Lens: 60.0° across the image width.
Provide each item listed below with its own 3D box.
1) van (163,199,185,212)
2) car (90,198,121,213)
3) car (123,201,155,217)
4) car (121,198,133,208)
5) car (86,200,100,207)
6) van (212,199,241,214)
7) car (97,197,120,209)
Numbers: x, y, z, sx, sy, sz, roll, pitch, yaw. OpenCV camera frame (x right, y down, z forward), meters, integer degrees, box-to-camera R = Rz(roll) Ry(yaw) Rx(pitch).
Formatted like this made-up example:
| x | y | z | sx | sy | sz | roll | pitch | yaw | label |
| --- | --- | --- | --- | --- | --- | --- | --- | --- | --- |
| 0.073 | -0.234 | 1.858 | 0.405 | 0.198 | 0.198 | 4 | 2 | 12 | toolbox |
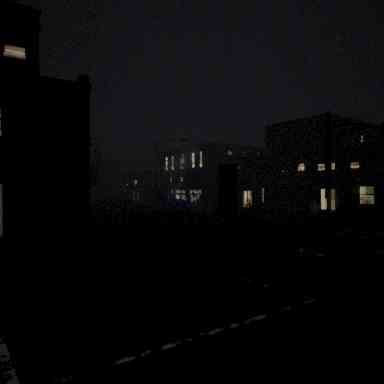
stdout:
| x | y | z | sx | sy | sz | roll | pitch | yaw | label |
| --- | --- | --- | --- | --- | --- | --- | --- | --- | --- |
| -2.639 | 1.908 | 48.813 | 1.690 | 1.788 | 3.998 | -2 | 0 | -36 | van |
| -12.743 | 2.028 | 48.499 | 2.192 | 1.841 | 5.009 | -2 | 0 | -36 | car |
| -5.965 | 2.075 | 39.219 | 1.752 | 1.417 | 4.829 | -2 | 0 | -36 | car |
| -12.648 | 2.124 | 62.528 | 2.192 | 1.841 | 5.009 | -2 | 0 | -36 | car |
| -22.650 | 2.634 | 76.243 | 1.802 | 1.307 | 4.206 | -2 | 0 | -36 | car |
| 4.034 | 1.747 | 39.671 | 1.690 | 1.788 | 3.998 | -2 | 0 | -36 | van |
| -15.726 | 2.074 | 62.366 | 2.150 | 2.045 | 5.566 | -1 | -1 | -36 | car |
